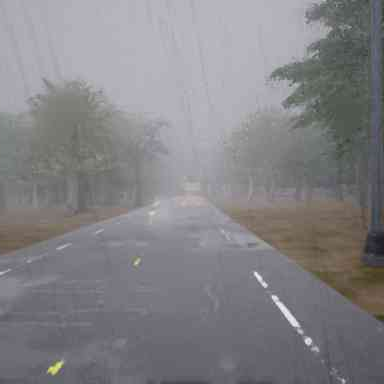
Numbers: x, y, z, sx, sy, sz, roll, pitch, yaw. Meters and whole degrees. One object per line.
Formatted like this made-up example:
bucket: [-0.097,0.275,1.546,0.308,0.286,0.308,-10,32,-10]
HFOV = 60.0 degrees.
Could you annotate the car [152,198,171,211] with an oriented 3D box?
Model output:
car: [-3.558,1.442,38.818,1.812,1.442,4.674,0,0,0]

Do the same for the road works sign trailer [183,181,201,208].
road works sign trailer: [0.013,0.351,44.914,2.380,3.560,2.880,0,0,0]
